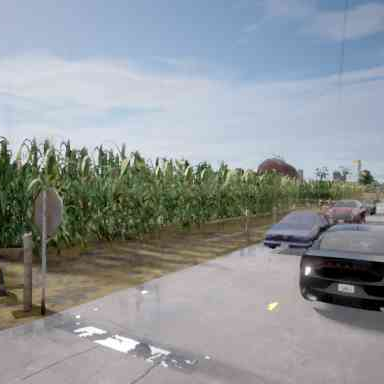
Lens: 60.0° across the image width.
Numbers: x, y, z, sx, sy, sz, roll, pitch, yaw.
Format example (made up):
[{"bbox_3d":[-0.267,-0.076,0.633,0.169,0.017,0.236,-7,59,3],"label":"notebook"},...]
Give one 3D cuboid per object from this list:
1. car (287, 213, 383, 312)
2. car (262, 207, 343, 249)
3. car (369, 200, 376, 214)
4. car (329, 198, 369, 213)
[{"bbox_3d":[3.962,1.480,7.710,1.882,1.535,5.008,0,0,33],"label":"car"},{"bbox_3d":[4.769,1.561,14.169,2.033,1.411,5.357,0,0,33],"label":"car"},{"bbox_3d":[17.137,1.514,33.088,2.128,1.511,4.902,0,0,34],"label":"car"},{"bbox_3d":[11.103,1.369,23.889,2.097,1.767,4.553,0,0,33],"label":"car"}]
